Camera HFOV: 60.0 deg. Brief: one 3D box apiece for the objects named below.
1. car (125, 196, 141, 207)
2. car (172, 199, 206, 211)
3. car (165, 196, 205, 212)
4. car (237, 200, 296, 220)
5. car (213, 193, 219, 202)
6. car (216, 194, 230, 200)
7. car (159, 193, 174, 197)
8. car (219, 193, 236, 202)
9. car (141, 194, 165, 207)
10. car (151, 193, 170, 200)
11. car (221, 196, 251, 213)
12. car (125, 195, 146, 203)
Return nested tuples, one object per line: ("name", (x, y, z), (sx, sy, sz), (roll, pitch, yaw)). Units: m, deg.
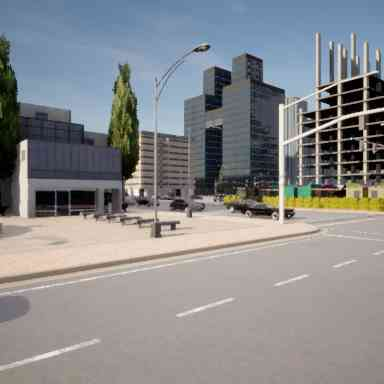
("car", (-10.064, 1.352, 49.527), (2.097, 1.767, 4.553), (0, 0, -38))
("car", (-0.428, 1.601, 42.894), (1.895, 1.301, 4.718), (0, 0, -38))
("car", (-0.669, 1.506, 37.535), (1.837, 1.490, 4.892), (0, 0, -38))
("car", (6.438, 1.601, 28.491), (1.895, 1.301, 4.718), (0, 0, -38))
("car", (6.165, 1.156, 69.992), (3.866, 1.878, 1.905), (0, 0, -40))
("car", (8.798, 1.395, 94.140), (3.806, 1.475, 1.970), (0, 0, -40))
("car", (-6.380, 1.156, 85.082), (3.866, 1.878, 1.905), (0, 0, -40))
("car", (8.003, 1.395, 67.756), (3.806, 1.475, 1.970), (0, 0, -40))
("car", (-6.803, 1.491, 51.034), (2.128, 1.511, 4.902), (0, 0, -38))
("car", (-8.185, 1.153, 87.346), (4.605, 1.855, 1.932), (0, 0, -40))
("car", (5.774, 1.492, 34.998), (2.128, 1.511, 4.902), (0, 0, -38))
("car", (-11.717, 1.491, 68.910), (2.128, 1.511, 4.902), (0, 0, -38))
